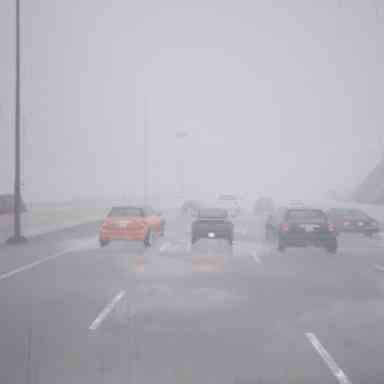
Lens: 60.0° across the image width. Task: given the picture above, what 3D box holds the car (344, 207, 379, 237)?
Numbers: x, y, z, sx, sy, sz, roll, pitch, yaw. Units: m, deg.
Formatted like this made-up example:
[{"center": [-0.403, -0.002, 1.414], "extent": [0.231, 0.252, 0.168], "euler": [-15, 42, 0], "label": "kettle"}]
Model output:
[{"center": [8.276, 1.551, 18.222], "extent": [2.033, 1.411, 5.357], "euler": [0, 0, 7], "label": "car"}]

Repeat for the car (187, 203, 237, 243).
[{"center": [1.038, 1.495, 15.996], "extent": [1.837, 1.490, 4.892], "euler": [0, 0, 6], "label": "car"}]

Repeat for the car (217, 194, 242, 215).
[{"center": [3.881, 1.203, 34.368], "extent": [2.150, 2.045, 5.566], "euler": [0, 0, 12], "label": "car"}]

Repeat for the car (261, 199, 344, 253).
[{"center": [4.361, 1.350, 13.989], "extent": [2.097, 1.767, 4.553], "euler": [0, 0, 5], "label": "car"}]

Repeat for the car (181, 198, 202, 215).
[{"center": [0.212, 1.479, 33.774], "extent": [1.837, 1.490, 4.892], "euler": [0, 0, 11], "label": "car"}]

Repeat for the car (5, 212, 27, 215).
[{"center": [-12.725, 1.177, 20.839], "extent": [2.150, 2.045, 5.566], "euler": [0, 0, 7], "label": "car"}]

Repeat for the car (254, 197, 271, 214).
[{"center": [7.793, 1.341, 35.719], "extent": [2.097, 1.767, 4.553], "euler": [0, 0, 12], "label": "car"}]

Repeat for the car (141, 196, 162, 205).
[{"center": [-7.301, 1.463, 59.993], "extent": [1.812, 1.442, 4.674], "euler": [0, 0, 19], "label": "car"}]

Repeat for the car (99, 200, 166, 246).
[{"center": [-2.544, 1.334, 15.294], "extent": [2.097, 1.767, 4.553], "euler": [0, 0, 5], "label": "car"}]

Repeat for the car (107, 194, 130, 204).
[{"center": [-13.789, 1.273, 62.665], "extent": [2.097, 1.767, 4.553], "euler": [0, 0, 19], "label": "car"}]

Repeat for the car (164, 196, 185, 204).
[{"center": [-3.201, 1.438, 61.138], "extent": [2.128, 1.511, 4.902], "euler": [0, 0, 20], "label": "car"}]

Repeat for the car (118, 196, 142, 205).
[{"center": [-11.081, 1.421, 59.737], "extent": [2.128, 1.511, 4.902], "euler": [0, 0, 19], "label": "car"}]
